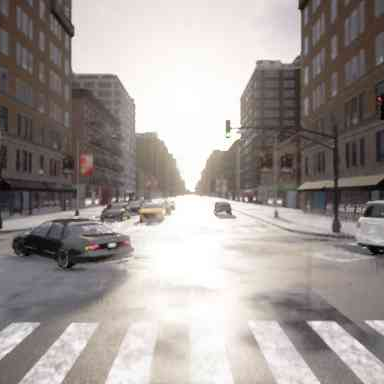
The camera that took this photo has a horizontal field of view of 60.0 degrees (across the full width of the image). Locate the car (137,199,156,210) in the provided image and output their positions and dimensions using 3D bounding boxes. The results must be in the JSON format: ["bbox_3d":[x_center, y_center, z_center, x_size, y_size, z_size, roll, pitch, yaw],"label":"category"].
[{"bbox_3d":[-6.542,1.831,48.806,2.128,1.511,4.902,0,0,0],"label":"car"}]

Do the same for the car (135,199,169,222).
[{"bbox_3d":[-3.371,1.682,28.975,1.882,1.535,5.008,0,0,0],"label":"car"}]

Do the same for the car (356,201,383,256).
[{"bbox_3d":[8.612,1.317,11.814,5.566,2.045,2.150,0,-2,-16],"label":"car"}]

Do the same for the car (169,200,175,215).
[{"bbox_3d":[-3.365,1.830,37.927,1.994,1.385,4.181,0,0,0],"label":"car"}]

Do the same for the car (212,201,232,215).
[{"bbox_3d":[3.319,1.766,37.246,1.837,1.490,4.892,0,0,0],"label":"car"}]

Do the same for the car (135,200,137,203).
[{"bbox_3d":[-6.608,1.749,38.693,1.882,1.535,5.008,0,0,0],"label":"car"}]

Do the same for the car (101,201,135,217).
[{"bbox_3d":[-6.621,1.711,29.208,1.837,1.490,4.892,0,0,0],"label":"car"}]

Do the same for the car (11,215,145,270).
[{"bbox_3d":[-4.266,1.629,11.435,5.357,1.411,2.033,0,-1,41],"label":"car"}]
